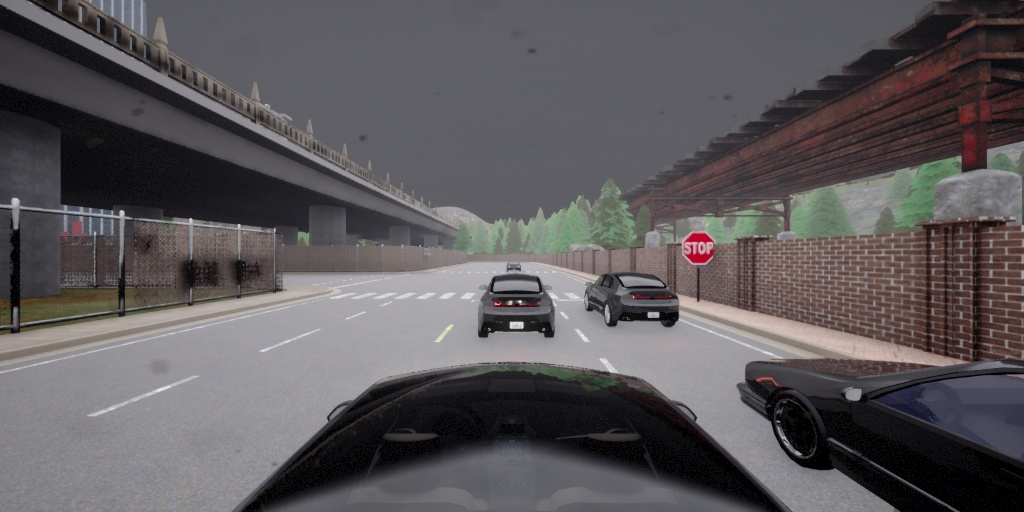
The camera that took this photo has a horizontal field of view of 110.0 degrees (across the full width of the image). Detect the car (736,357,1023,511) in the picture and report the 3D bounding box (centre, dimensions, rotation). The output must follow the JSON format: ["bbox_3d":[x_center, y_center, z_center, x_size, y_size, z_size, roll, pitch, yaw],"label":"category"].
[{"bbox_3d":[3.600,1.297,1.798,2.033,1.411,5.357,0,0,0],"label":"car"}]

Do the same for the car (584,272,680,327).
[{"bbox_3d":[3.608,1.255,11.545,1.837,1.490,4.892,0,0,0],"label":"car"}]

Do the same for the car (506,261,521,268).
[{"bbox_3d":[0.221,1.351,46.363,1.895,1.301,4.718,0,0,-1],"label":"car"}]

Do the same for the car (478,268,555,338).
[{"bbox_3d":[0.105,1.255,10.188,1.837,1.490,4.892,0,0,0],"label":"car"}]
